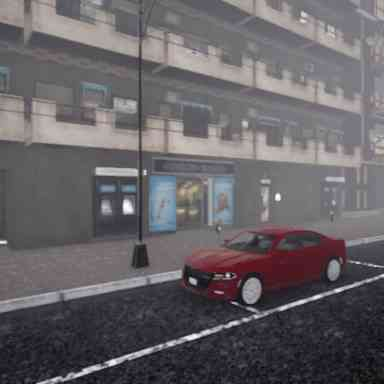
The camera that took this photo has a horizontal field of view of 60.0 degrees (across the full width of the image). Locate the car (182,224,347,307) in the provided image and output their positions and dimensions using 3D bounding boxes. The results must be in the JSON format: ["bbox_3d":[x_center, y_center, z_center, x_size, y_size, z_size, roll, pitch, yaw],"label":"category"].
[{"bbox_3d":[1.852,1.499,7.875,4.507,1.381,1.887,-1,1,-36],"label":"car"}]
